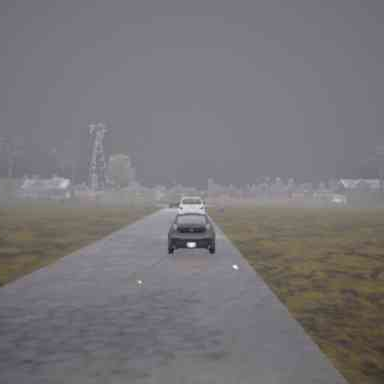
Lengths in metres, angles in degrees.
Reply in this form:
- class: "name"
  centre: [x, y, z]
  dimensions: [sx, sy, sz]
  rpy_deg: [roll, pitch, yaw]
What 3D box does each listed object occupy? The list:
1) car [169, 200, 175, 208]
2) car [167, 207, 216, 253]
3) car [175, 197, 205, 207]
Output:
- class: "car"
  centre: [-2.819, 2.029, 55.667]
  dimensions: [1.895, 1.301, 4.718]
  rpy_deg: [0, 0, 0]
- class: "car"
  centre: [-0.014, 1.640, 14.324]
  dimensions: [1.837, 1.490, 4.892]
  rpy_deg: [0, 0, 0]
- class: "car"
  centre: [-0.034, 1.464, 29.046]
  dimensions: [2.150, 2.045, 5.566]
  rpy_deg: [0, 0, 0]
